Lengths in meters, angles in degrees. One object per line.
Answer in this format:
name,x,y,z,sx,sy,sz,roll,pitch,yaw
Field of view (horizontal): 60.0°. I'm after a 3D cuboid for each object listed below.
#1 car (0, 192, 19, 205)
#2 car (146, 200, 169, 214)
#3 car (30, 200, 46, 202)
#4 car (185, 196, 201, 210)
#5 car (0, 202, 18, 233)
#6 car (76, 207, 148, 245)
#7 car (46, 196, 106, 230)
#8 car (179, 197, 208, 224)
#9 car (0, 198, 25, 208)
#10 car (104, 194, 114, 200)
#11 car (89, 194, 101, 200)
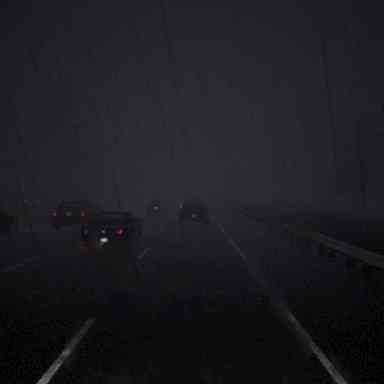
car,-31.495,1.015,55.755,2.150,2.045,5.566,0,0,1
car,-3.383,1.442,33.018,1.994,1.385,4.181,0,0,0
car,-21.055,1.184,45.423,2.097,1.767,4.553,0,0,0
car,0.121,1.327,41.119,1.882,1.535,5.008,0,0,0
car,-10.391,1.445,16.180,1.837,1.490,4.892,0,0,0
car,-3.394,1.545,15.058,1.895,1.301,4.718,0,0,0
car,-6.888,1.276,20.685,2.097,1.767,4.553,0,0,0
car,0.113,1.391,23.716,1.882,1.535,5.008,0,0,0
car,-24.560,1.436,44.612,1.895,1.301,4.718,0,0,0
car,-21.461,1.181,86.194,1.837,1.490,4.892,0,0,-3
car,-24.943,1.207,85.837,1.812,1.442,4.674,0,0,-3
